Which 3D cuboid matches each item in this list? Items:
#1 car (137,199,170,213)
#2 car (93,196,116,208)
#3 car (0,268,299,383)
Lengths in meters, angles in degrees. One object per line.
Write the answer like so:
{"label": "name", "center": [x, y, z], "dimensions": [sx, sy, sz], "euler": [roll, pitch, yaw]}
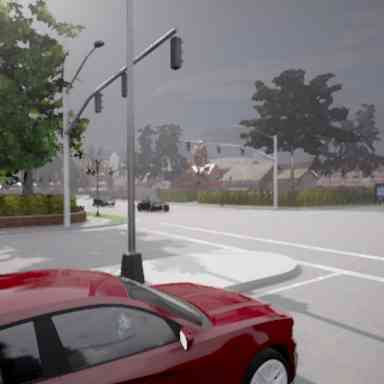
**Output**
{"label": "car", "center": [-4.041, 1.382, 34.757], "dimensions": [1.994, 1.385, 4.181], "euler": [-1, 1, -36]}
{"label": "car", "center": [-12.195, 1.311, 46.004], "dimensions": [2.128, 1.511, 4.902], "euler": [-1, 1, -36]}
{"label": "car", "center": [-1.125, 1.470, 2.965], "dimensions": [5.008, 1.535, 1.882], "euler": [-1, 0, -35]}
